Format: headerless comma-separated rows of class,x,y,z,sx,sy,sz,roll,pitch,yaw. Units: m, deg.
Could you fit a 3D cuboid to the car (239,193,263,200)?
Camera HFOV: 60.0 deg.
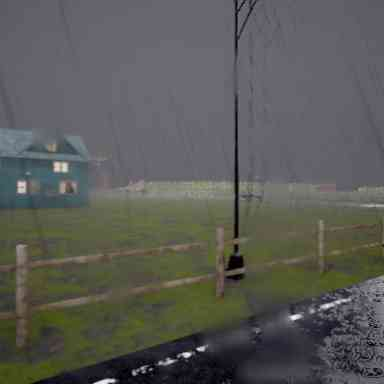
car,10.738,0.784,61.453,1.895,1.301,4.718,0,1,-35
